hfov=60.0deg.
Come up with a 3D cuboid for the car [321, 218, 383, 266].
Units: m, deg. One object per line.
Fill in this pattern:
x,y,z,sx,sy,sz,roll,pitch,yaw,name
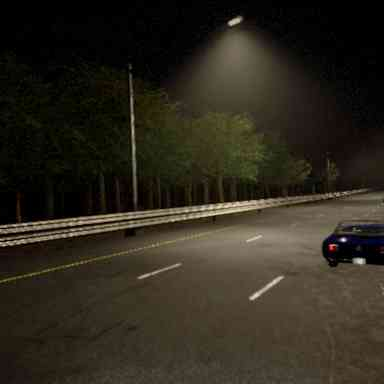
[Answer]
5.533,1.468,10.485,1.895,1.301,4.718,-3,-1,33,car
